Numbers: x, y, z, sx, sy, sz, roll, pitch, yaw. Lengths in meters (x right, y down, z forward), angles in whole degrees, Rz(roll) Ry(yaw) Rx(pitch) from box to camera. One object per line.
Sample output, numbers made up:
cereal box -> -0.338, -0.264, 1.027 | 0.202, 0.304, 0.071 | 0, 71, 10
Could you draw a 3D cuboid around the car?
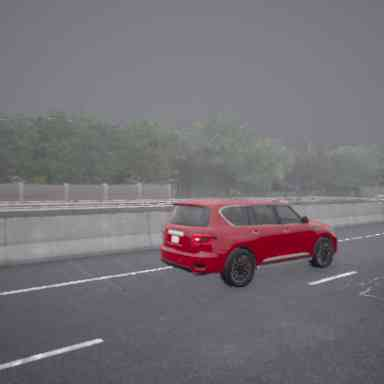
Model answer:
car -> 1.787, 1.207, 9.438 | 5.566, 2.045, 2.150 | 0, 0, -35
